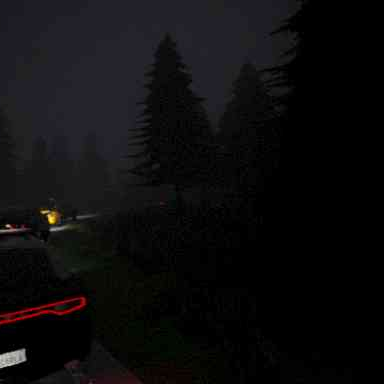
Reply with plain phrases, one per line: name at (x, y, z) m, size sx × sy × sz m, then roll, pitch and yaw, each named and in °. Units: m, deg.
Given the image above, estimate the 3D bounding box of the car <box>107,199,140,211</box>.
car at (-7.649, 1.538, 38.241) m, size 2.128 × 1.511 × 4.902 m, roll -6°, pitch -5°, yaw 31°

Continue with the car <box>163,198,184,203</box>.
car at (-2.303, 1.484, 40.380) m, size 2.033 × 1.411 × 5.357 m, roll -7°, pitch -7°, yaw 40°

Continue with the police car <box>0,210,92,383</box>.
police car at (-3.183, 1.378, 5.328) m, size 1.930 × 1.638 × 5.238 m, roll -3°, pitch 2°, yaw -34°

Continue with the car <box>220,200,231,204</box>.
car at (5.609, 1.994, 47.569) m, size 5.008 × 1.535 × 1.882 m, roll 3°, pitch -6°, yaw -30°

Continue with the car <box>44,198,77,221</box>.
car at (-8.078, 1.116, 19.183) m, size 1.801 × 1.575 × 5.366 m, roll -5°, pitch 2°, yaw -5°

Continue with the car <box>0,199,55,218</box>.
car at (-7.022, 1.327, 13.563) m, size 1.837 × 1.490 × 4.892 m, roll -4°, pitch 3°, yaw -16°
